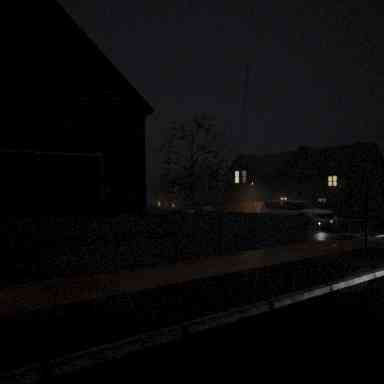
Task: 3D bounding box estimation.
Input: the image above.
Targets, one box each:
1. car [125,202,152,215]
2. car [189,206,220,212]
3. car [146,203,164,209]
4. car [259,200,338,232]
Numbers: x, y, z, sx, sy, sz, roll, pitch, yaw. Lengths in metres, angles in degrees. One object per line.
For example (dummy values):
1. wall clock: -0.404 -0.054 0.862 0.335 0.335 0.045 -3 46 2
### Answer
1. car: -7.884 2.341 48.784 2.097 1.767 4.553 -1 -1 -35
2. car: 1.387 2.086 30.937 1.812 1.442 4.674 -1 -1 -36
3. car: -4.626 2.309 39.309 1.837 1.490 4.892 -1 -1 -36
4. car: 7.093 1.550 23.016 2.150 2.045 5.566 -1 -1 -36
